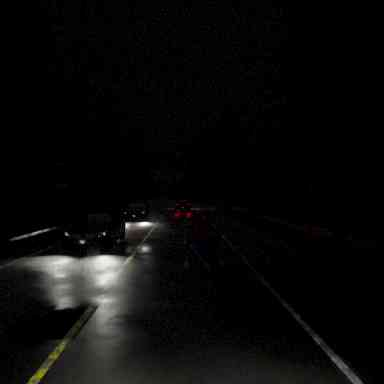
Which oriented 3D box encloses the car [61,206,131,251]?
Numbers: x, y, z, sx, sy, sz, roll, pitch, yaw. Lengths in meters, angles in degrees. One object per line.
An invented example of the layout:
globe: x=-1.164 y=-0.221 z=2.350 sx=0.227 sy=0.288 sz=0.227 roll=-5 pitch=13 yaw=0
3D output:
car: x=-4.020 y=1.525 z=14.315 sx=1.812 sy=1.442 sz=4.674 roll=0 pitch=0 yaw=-2

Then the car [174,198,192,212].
car: x=-1.088 y=1.525 z=39.162 sx=1.812 sy=1.442 sz=4.674 roll=0 pitch=0 yaw=-2

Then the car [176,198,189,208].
car: x=-1.418 y=1.600 z=49.376 sx=1.895 sy=1.301 sz=4.718 roll=0 pitch=0 yaw=-2

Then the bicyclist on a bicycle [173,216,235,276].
bicyclist on a bicycle: x=0.309 y=1.451 z=8.871 sx=1.656 sy=1.620 sz=0.582 roll=-2 pitch=0 yaw=-2

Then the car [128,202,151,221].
car: x=-4.399 y=1.525 z=27.146 sx=1.812 sy=1.442 sz=4.674 roll=0 pitch=0 yaw=-2
